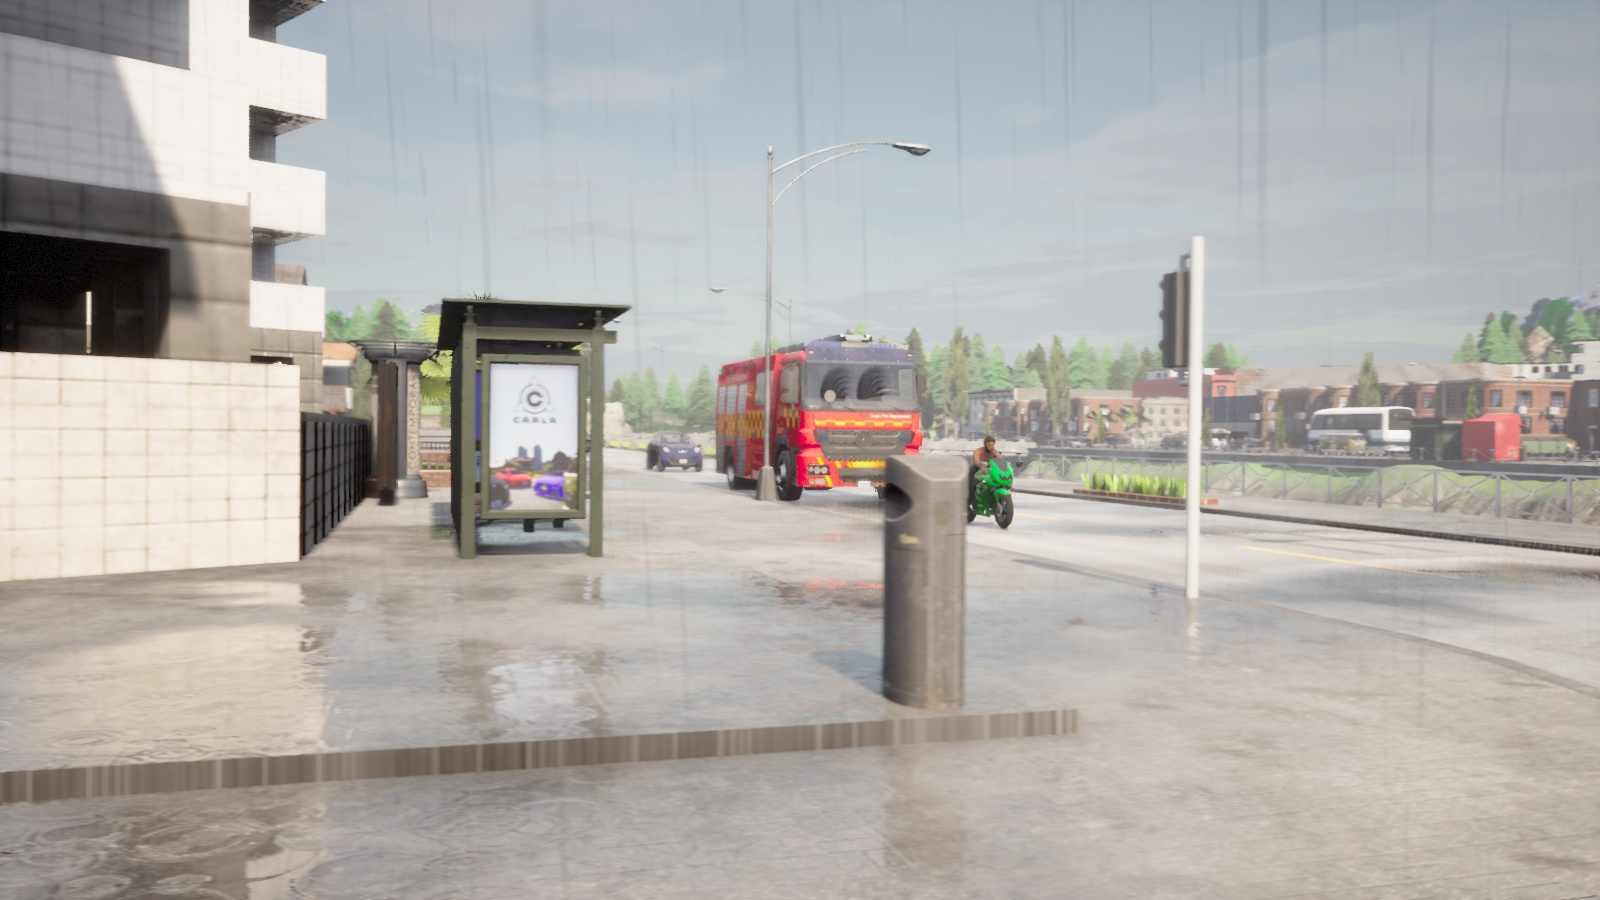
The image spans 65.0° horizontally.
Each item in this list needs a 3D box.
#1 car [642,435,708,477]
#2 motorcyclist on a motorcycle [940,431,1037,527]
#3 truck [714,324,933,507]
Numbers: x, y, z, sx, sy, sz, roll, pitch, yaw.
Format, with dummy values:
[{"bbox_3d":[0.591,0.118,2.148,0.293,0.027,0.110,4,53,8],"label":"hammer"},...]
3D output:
[{"bbox_3d":[-4.817,0.198,47.874,1.845,1.501,3.633,-1,1,-17],"label":"car"},{"bbox_3d":[3.138,0.452,21.106,0.797,1.523,2.044,-1,1,-17],"label":"motorcyclist on a motorcycle"},{"bbox_3d":[0.253,-0.799,30.755,2.891,3.827,8.468,-1,1,-17],"label":"truck"}]
